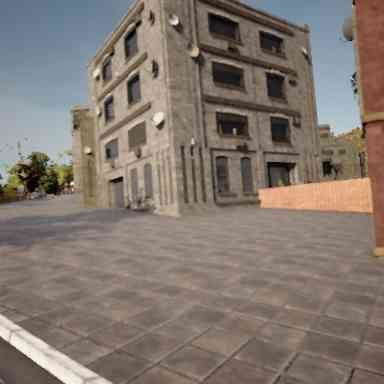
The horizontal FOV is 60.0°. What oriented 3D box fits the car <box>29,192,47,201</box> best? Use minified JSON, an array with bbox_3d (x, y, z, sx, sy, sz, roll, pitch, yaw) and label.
[{"bbox_3d":[-29.315,0.773,63.337,2.128,1.511,4.902,-4,3,-3],"label":"car"}]
